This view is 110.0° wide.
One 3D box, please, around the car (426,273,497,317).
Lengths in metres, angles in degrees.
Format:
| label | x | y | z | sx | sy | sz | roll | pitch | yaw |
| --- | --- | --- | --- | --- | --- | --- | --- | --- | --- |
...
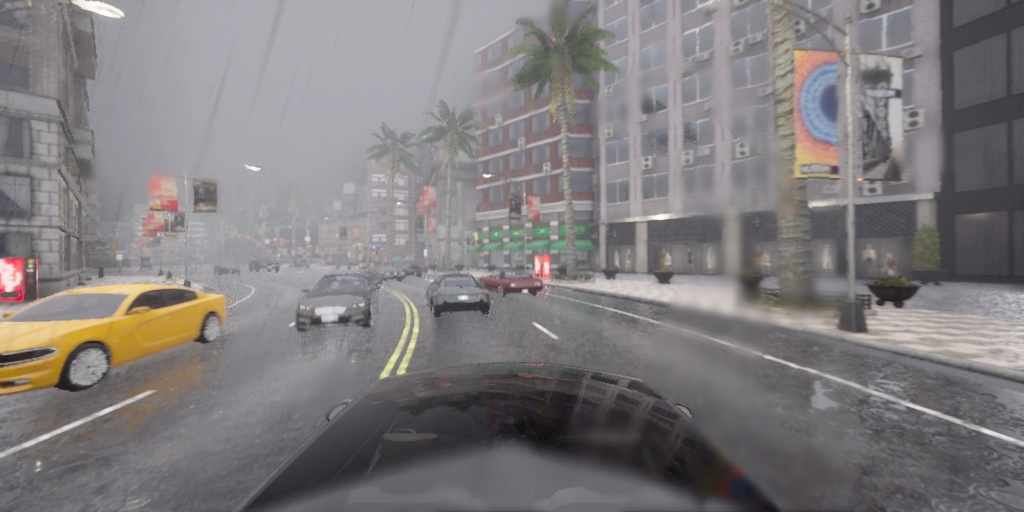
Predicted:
| label | x | y | z | sx | sy | sz | roll | pitch | yaw |
| --- | --- | --- | --- | --- | --- | --- | --- | --- | --- |
| car | -2.153 | 1.341 | 13.631 | 1.994 | 1.385 | 4.181 | -1 | 0 | -17 |

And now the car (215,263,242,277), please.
| label | x | y | z | sx | sy | sz | roll | pitch | yaw |
| --- | --- | --- | --- | --- | --- | --- | --- | --- | --- |
| car | -32.511 | 1.534 | 41.025 | 5.008 | 1.535 | 1.882 | -1 | 0 | 43 |

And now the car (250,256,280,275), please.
| label | x | y | z | sx | sy | sz | roll | pitch | yaw |
| --- | --- | --- | --- | --- | --- | --- | --- | --- | --- |
| car | -30.113 | 0.989 | 43.568 | 5.566 | 2.045 | 2.150 | -1 | 0 | 43 |

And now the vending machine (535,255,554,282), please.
| label | x | y | z | sx | sy | sz | roll | pitch | yaw |
| --- | --- | --- | --- | --- | --- | --- | --- | --- | --- |
| vending machine | 2.563 | 0.921 | 29.834 | 1.100 | 2.100 | 0.880 | 0 | 0 | -31 |

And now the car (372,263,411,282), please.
| label | x | y | z | sx | sy | sz | roll | pitch | yaw |
| --- | --- | --- | --- | --- | --- | --- | --- | --- | --- |
| car | -10.618 | 1.427 | 29.621 | 2.033 | 1.411 | 5.357 | -1 | 0 | -40 |

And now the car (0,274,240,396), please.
| label | x | y | z | sx | sy | sz | roll | pitch | yaw |
| --- | --- | --- | --- | --- | --- | --- | --- | --- | --- |
| car | -7.779 | 1.319 | 6.962 | 1.882 | 1.535 | 5.008 | 0 | 0 | -12 |

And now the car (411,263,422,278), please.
| label | x | y | z | sx | sy | sz | roll | pitch | yaw |
| --- | --- | --- | --- | --- | --- | --- | --- | --- | --- |
| car | -10.392 | 1.382 | 34.402 | 1.837 | 1.490 | 4.892 | 0 | -1 | -43 |

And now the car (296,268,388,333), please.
| label | x | y | z | sx | sy | sz | roll | pitch | yaw |
| --- | --- | --- | --- | --- | --- | --- | --- | --- | --- |
| car | -5.248 | 1.305 | 11.304 | 2.128 | 1.511 | 4.902 | -1 | 0 | -17 |

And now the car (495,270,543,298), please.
| label | x | y | z | sx | sy | sz | roll | pitch | yaw |
| --- | --- | --- | --- | --- | --- | --- | --- | --- | --- |
| car | -0.201 | 1.356 | 18.745 | 1.895 | 1.301 | 4.718 | -1 | 0 | -22 |
